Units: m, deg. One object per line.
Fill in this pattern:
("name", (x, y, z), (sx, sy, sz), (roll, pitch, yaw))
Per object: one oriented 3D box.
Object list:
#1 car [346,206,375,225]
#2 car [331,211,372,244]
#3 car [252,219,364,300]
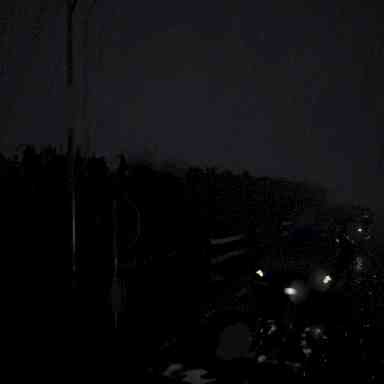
("car", (14.128, 1.905, 27.851), (2.128, 1.511, 4.902), (-2, -2, 30))
("car", (8.199, 1.878, 17.589), (1.895, 1.301, 4.718), (-2, -1, 30))
("car", (3.375, 1.713, 9.233), (2.033, 1.411, 5.357), (-2, -2, 30))
